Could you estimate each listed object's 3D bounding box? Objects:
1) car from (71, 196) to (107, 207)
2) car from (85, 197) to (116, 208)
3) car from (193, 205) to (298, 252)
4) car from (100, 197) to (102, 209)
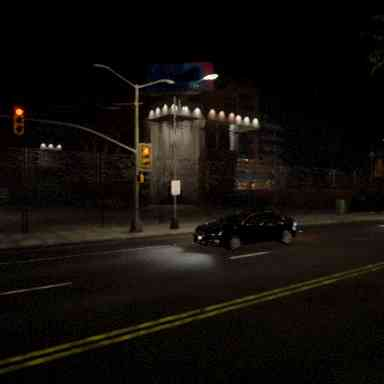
[{"bbox_3d":[-15.638,1.377,50.456,4.786,1.482,2.161,0,0,-36],"label":"car"},{"bbox_3d":[-12.734,1.431,46.311,3.806,1.475,1.970,0,0,-36],"label":"car"},{"bbox_3d":[2.341,1.492,13.996,4.892,1.490,1.837,0,0,-33],"label":"car"},{"bbox_3d":[-9.829,1.398,42.309,4.674,1.452,2.002,0,0,-36],"label":"car"}]
